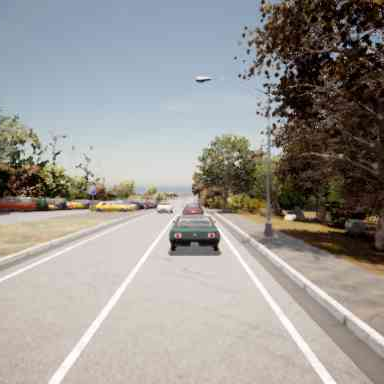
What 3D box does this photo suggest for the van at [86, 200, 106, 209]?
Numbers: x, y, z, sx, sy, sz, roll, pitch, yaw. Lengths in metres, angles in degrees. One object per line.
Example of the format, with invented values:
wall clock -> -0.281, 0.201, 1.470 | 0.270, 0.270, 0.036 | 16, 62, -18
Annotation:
van -> -23.292, 3.066, 80.762 | 4.442, 1.987, 1.878 | 0, -3, 0

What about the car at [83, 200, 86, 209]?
car -> -23.409, 2.665, 64.294 | 5.008, 1.535, 2.097 | 0, -2, 0

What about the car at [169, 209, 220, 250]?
car -> 0.098, 1.611, 14.248 | 1.895, 1.301, 4.718 | 0, 0, 0

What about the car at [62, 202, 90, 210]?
car -> -23.408, 2.769, 67.063 | 4.892, 1.521, 2.231 | 0, -2, 0

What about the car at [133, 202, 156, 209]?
car -> -10.334, 3.007, 72.424 | 4.674, 1.452, 2.002 | 0, -2, 0

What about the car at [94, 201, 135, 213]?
car -> -10.347, 1.964, 44.690 | 4.892, 1.521, 2.231 | 0, -2, 0

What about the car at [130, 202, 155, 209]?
car -> -10.303, 2.894, 69.649 | 4.792, 1.488, 2.163 | 0, -2, 0

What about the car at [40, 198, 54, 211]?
car -> -23.448, 1.806, 47.696 | 5.566, 2.045, 2.435 | 0, -2, 0

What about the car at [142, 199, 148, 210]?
car -> -10.310, 1.995, 53.015 | 5.566, 2.045, 2.435 | 0, -2, 0

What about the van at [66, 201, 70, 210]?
van -> -23.534, 2.132, 55.997 | 4.442, 1.987, 1.878 | 0, -2, 0

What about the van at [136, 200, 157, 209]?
van -> -10.214, 2.844, 75.208 | 4.442, 1.987, 1.878 | 0, -2, 0

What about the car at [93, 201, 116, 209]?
car -> -23.377, 3.483, 89.071 | 5.566, 2.045, 2.435 | 0, -3, 0

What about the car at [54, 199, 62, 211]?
car -> -23.234, 2.151, 50.455 | 5.366, 1.575, 1.946 | 0, -2, 0

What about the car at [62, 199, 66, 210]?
car -> -23.412, 2.256, 53.220 | 4.892, 1.521, 2.231 | 0, -2, 0

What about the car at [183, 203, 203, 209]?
car -> 0.094, 1.764, 31.656 | 1.994, 1.385, 4.181 | 0, -1, 0

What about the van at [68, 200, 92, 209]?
van -> -23.530, 2.645, 69.839 | 4.442, 1.987, 1.878 | 0, -2, 0

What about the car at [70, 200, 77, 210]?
car -> -23.385, 2.334, 58.761 | 4.553, 1.767, 2.185 | 0, -2, 0

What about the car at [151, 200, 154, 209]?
car -> -10.340, 2.658, 64.103 | 5.008, 1.535, 2.097 | 0, -2, 0

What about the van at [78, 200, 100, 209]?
van -> -23.294, 2.851, 75.375 | 4.442, 1.987, 1.878 | 0, -2, 0

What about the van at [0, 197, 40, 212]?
van -> -23.539, 1.741, 44.805 | 4.442, 1.987, 1.878 | 0, -2, 0

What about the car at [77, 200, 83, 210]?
car -> -23.410, 2.558, 61.400 | 5.008, 1.535, 2.097 | 0, -2, 0

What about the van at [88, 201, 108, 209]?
van -> -23.524, 3.221, 83.661 | 4.442, 1.987, 1.878 | 0, -3, 0

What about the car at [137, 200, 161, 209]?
car -> -10.357, 3.039, 80.741 | 5.566, 2.045, 2.435 | 0, -3, 0

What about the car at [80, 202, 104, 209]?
car -> -23.415, 3.179, 78.135 | 5.008, 1.535, 2.097 | 0, -2, 0

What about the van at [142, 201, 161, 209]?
van -> -10.211, 3.212, 83.512 | 4.442, 1.987, 1.878 | 0, -3, 0

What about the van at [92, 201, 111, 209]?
van -> -23.523, 3.361, 86.303 | 4.442, 1.987, 1.878 | 0, -3, 0

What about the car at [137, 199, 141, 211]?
car -> -10.347, 2.050, 47.461 | 5.008, 1.535, 2.097 | 0, -2, 0

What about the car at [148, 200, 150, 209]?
car -> -10.339, 2.492, 58.553 | 4.674, 1.452, 2.002 | 0, -2, 0

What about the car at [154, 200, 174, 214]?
car -> -3.346, 1.950, 41.816 | 1.812, 1.442, 4.674 | 0, -2, 0

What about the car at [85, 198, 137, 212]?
car -> -10.157, 1.881, 41.922 | 5.366, 1.575, 1.946 | 0, -2, 0

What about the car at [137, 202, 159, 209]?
car -> -10.359, 3.203, 77.979 | 4.792, 1.488, 2.163 | 0, -3, 0
